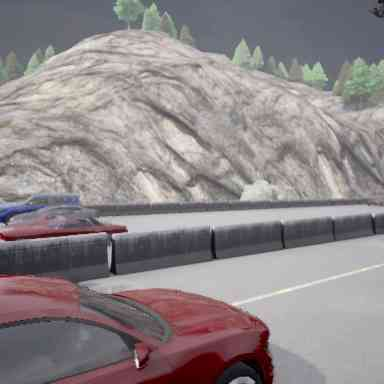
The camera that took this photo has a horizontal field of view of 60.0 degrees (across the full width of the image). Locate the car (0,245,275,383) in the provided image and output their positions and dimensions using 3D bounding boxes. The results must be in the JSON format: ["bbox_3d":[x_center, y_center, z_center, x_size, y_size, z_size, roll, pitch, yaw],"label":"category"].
[{"bbox_3d":[-1.451,1.477,2.712,5.008,1.535,1.882,0,0,-35],"label":"car"}]

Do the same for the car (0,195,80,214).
[{"bbox_3d":[-10.204,1.213,22.510,5.566,2.045,2.150,0,0,-36],"label":"car"}]

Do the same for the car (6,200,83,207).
[{"bbox_3d":[-7.996,1.483,19.785,4.902,1.511,2.128,0,0,-35],"label":"car"}]

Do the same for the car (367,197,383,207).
[{"bbox_3d":[27.882,1.479,49.553,4.181,1.385,1.994,0,0,-35],"label":"car"}]

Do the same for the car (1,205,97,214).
[{"bbox_3d":[-6.775,1.557,16.356,4.181,1.385,1.994,0,0,-35],"label":"car"}]

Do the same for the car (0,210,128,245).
[{"bbox_3d":[-5.111,1.595,13.246,4.718,1.301,1.895,0,0,-36],"label":"car"}]
